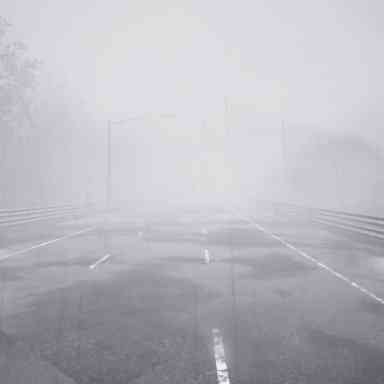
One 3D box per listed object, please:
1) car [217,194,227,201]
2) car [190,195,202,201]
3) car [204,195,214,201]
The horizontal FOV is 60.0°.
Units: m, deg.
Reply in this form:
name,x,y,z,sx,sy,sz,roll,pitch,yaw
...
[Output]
name,x,y,z,sx,sy,sz,roll,pitch,yaw
car,7.696,1.437,86.132,2.097,1.767,4.553,0,0,7
car,0.602,1.621,85.736,2.033,1.411,5.357,0,0,7
car,4.132,1.676,85.789,1.895,1.301,4.718,0,0,7
